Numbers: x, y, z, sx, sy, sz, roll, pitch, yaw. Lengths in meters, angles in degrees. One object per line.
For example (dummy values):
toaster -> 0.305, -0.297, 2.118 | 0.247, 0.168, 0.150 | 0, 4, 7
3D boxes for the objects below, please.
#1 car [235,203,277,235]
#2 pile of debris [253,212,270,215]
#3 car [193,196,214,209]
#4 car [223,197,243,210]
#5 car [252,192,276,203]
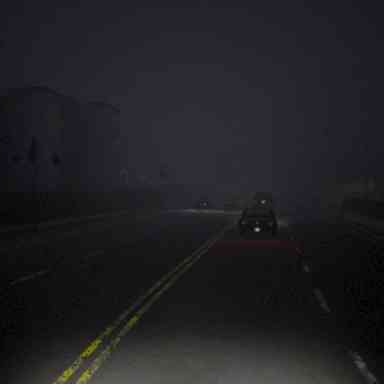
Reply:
car -> 3.640, 1.514, 18.200 | 1.895, 1.301, 4.718 | 0, 0, 13
pile of debris -> 6.643, 2.026, 31.571 | 1.500, 0.140, 1.860 | 0, 0, 13
car -> 1.499, 1.294, 40.287 | 1.837, 1.490, 4.892 | 0, 0, 13
car -> 4.935, 1.309, 39.607 | 1.882, 1.535, 5.008 | 0, 0, 13
car -> 7.344, 1.061, 34.091 | 2.150, 2.045, 5.566 | 0, 0, 13
